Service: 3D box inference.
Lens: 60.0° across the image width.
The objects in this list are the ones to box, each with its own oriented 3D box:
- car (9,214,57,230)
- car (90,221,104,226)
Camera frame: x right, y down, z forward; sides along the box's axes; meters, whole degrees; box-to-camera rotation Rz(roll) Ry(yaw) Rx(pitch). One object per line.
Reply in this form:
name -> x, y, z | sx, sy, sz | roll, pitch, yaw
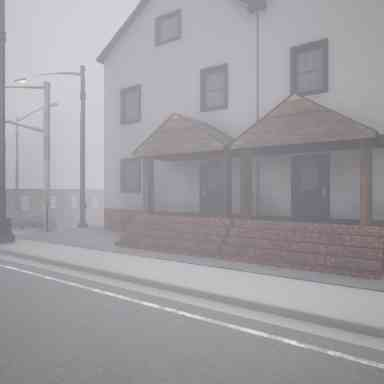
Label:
car -> -14.069, 2.655, 29.317 | 1.994, 1.385, 4.181 | 0, -9, 36
car -> -8.969, 3.820, 36.408 | 2.097, 1.767, 4.553 | 0, -12, 35
